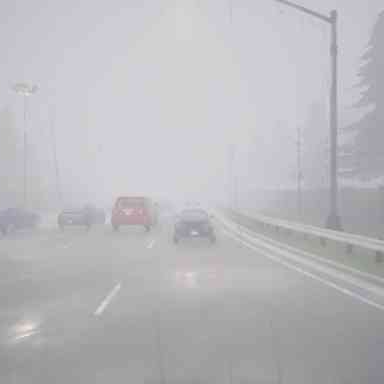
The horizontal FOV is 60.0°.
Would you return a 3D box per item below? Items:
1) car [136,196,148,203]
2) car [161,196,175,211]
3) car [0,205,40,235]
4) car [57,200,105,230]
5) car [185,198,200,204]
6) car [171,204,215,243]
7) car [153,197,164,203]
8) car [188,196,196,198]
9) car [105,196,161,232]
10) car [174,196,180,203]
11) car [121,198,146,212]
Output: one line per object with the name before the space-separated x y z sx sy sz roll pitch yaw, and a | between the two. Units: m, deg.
car | -10.537 1.618 70.665 1.994 1.385 4.181 0 0 0
car | -3.421 1.564 40.878 1.812 1.442 4.674 0 0 0
car | -10.410 1.495 18.756 1.882 1.535 5.008 0 0 0
car | -6.911 1.510 21.290 2.128 1.511 4.902 0 0 0
car | 0.083 1.634 35.798 1.895 1.301 4.718 0 0 0
car | 0.093 1.541 16.184 1.812 1.442 4.674 0 0 0
car | -7.036 1.661 70.280 1.895 1.301 4.718 0 0 0
car | -0.033 1.563 64.421 1.837 1.490 4.892 0 0 0
car | -3.410 1.238 20.478 2.150 2.045 5.566 0 0 0
car | -3.537 1.619 71.085 1.994 1.385 4.181 0 0 0
car | -6.920 1.529 39.907 2.128 1.511 4.902 0 0 0
